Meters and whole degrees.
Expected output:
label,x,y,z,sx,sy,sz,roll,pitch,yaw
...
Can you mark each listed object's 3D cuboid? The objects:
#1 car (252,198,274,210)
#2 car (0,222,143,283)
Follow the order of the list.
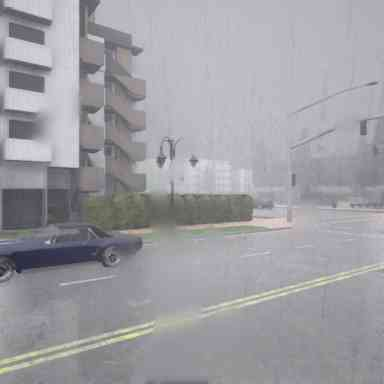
label,x,y,z,sx,sy,sz,roll,pitch,yaw
car,8.146,1.505,42.162,1.837,1.490,4.892,0,0,-36
car,-3.957,1.601,9.746,4.718,1.301,1.895,0,0,-35
